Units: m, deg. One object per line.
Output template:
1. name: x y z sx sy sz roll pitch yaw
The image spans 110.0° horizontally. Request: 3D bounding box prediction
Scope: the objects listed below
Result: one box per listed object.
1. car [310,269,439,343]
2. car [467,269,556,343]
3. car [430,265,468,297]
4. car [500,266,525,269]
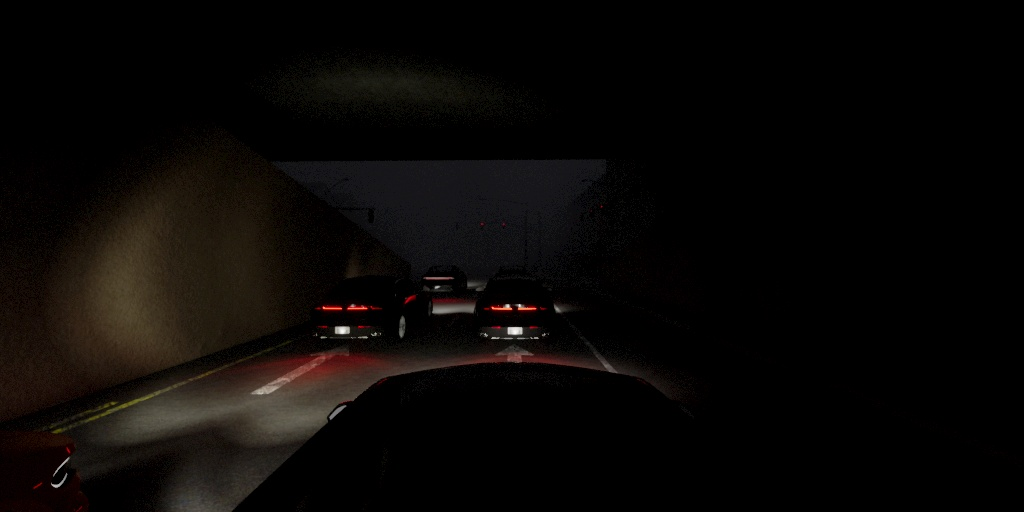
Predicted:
1. car: -3.448 1.255 9.677 1.837 1.490 4.892 0 0 0
2. car: 0.053 1.255 9.620 1.837 1.490 4.892 0 0 0
3. car: -3.484 1.241 18.994 2.128 1.511 4.902 0 0 -1
4. car: 0.012 1.254 19.030 1.837 1.490 4.892 0 0 0
